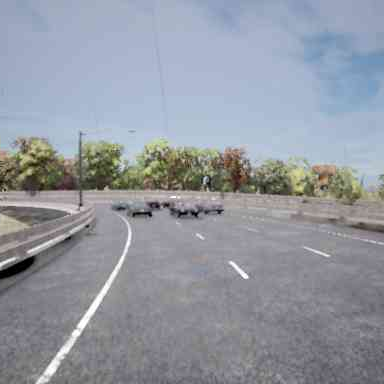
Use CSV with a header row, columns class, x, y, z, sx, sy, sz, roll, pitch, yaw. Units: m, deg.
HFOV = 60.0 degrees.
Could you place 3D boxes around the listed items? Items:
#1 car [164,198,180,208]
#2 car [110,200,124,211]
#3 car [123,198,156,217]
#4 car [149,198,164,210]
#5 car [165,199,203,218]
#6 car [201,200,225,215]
class,x,y,z,sx,sy,sz,roll,pitch,yaw
car,-2.601,1.514,45.193,2.128,1.511,4.902,-1,0,-25
car,-9.148,1.659,42.653,1.994,1.385,4.181,-1,0,-25
car,-5.127,1.615,32.046,1.994,1.385,4.181,-1,0,-18
car,-5.729,1.534,43.593,1.882,1.535,5.008,-1,0,-24
car,-0.844,1.605,30.183,1.895,1.301,4.718,-1,0,-16
car,1.565,1.524,34.270,2.033,1.411,5.357,-1,0,-20
